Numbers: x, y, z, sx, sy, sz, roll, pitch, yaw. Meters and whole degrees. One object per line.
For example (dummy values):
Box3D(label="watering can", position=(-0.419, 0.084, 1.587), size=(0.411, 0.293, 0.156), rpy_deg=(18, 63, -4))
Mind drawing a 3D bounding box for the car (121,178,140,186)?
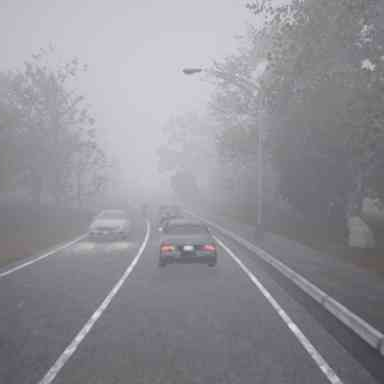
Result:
Box3D(label="car", position=(-16.841, -2.670, 91.077), size=(5.566, 2.045, 2.150), rpy_deg=(2, 4, 24))

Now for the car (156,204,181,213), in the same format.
Box3D(label="car", position=(-1.835, 1.691, 26.892), size=(2.033, 1.411, 5.357), rpy_deg=(-1, 1, -9))

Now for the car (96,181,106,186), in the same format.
Box3D(label="car", position=(-25.233, -2.383, 89.709), size=(4.553, 1.767, 2.097), rpy_deg=(-1, 4, -3))

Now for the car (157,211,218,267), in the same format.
Box3D(label="car", position=(-0.233, 1.653, 11.891), size=(2.033, 1.411, 5.357), rpy_deg=(0, 0, -3))

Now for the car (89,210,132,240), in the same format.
Box3D(label="car", position=(-4.385, 1.716, 18.361), size=(1.812, 1.442, 4.674), rpy_deg=(0, -1, -6))
